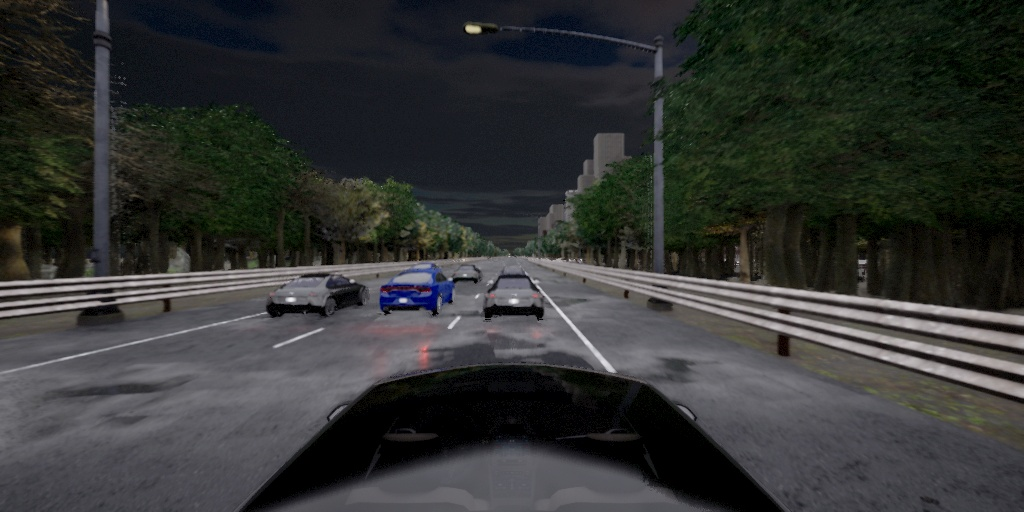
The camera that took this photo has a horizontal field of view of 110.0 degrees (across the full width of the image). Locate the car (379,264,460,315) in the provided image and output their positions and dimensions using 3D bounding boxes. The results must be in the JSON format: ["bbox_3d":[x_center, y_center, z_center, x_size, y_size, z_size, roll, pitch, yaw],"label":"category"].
[{"bbox_3d":[-3.425,1.258,13.793,1.882,1.535,5.008,0,0,0],"label":"car"}]

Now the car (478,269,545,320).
[{"bbox_3d":[0.069,1.343,12.872,1.994,1.385,4.181,0,0,0],"label":"car"}]

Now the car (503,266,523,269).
[{"bbox_3d":[0.057,1.407,26.269,1.895,1.301,4.718,0,0,0],"label":"car"}]

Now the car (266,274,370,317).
[{"bbox_3d":[-6.929,1.343,13.262,1.994,1.385,4.181,0,0,0],"label":"car"}]

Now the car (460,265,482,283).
[{"bbox_3d":[-3.431,1.373,28.196,1.994,1.385,4.181,0,0,0],"label":"car"}]
